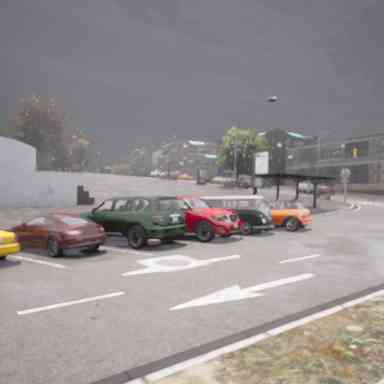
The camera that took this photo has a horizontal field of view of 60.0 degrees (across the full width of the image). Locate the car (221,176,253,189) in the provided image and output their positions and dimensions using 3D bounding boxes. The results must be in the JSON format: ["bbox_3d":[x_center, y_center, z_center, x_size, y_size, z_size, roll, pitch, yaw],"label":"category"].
[{"bbox_3d":[6.901,-1.206,50.499,1.994,1.385,4.181,2,4,-36],"label":"car"}]

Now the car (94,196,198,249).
[{"bbox_3d":[-2.846,1.204,14.503,5.566,2.045,2.435,-1,0,35],"label":"car"}]

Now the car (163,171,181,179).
[{"bbox_3d":[-4.932,-4.198,82.535,2.185,1.767,4.553,6,3,34],"label":"car"}]

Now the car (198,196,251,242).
[{"bbox_3d":[-0.336,1.186,16.212,5.566,2.045,2.435,-1,-1,35],"label":"car"}]

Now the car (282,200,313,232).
[{"bbox_3d":[4.607,1.277,19.641,4.553,1.767,2.185,-1,0,35],"label":"car"}]

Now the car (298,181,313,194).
[{"bbox_3d":[17.742,-0.771,50.620,2.435,2.045,5.566,7,3,35],"label":"car"}]

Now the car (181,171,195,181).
[{"bbox_3d":[-1.274,-3.525,77.819,1.946,1.575,5.366,6,3,34],"label":"car"}]

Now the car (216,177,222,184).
[{"bbox_3d":[7.434,-2.160,65.547,1.946,1.575,5.366,6,3,35],"label":"car"}]

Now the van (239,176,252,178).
[{"bbox_3d":[10.748,-1.836,60.351,1.878,1.987,4.442,7,4,35],"label":"van"}]

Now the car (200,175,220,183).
[{"bbox_3d":[3.849,-2.664,70.321,2.002,1.452,4.674,6,4,35],"label":"car"}]

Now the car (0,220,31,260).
[{"bbox_3d":[-7.873,1.490,11.110,5.366,1.575,1.946,-1,0,34],"label":"car"}]

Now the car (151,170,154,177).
[{"bbox_3d":[-8.444,-4.710,87.344,2.435,2.045,5.566,1,-1,34],"label":"car"}]

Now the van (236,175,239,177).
[{"bbox_3d":[9.013,-2.109,62.819,1.878,1.987,4.442,7,4,35],"label":"van"}]

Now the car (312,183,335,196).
[{"bbox_3d":[19.440,-0.208,48.153,2.002,1.452,4.674,6,3,35],"label":"car"}]

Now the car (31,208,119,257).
[{"bbox_3d":[-5.269,1.513,12.742,4.674,1.452,2.002,-1,0,35],"label":"car"}]

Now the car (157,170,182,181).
[{"bbox_3d":[-4.510,-2.983,66.512,1.994,1.385,4.181,2,4,-36],"label":"car"}]

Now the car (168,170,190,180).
[{"bbox_3d":[-3.132,-4.046,80.073,2.435,2.045,5.566,7,4,34],"label":"car"}]

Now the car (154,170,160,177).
[{"bbox_3d":[-6.667,-4.433,85.001,2.185,1.767,4.553,4,1,33],"label":"car"}]

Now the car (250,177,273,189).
[{"bbox_3d":[12.515,-1.338,57.994,2.231,1.521,4.892,6,3,35],"label":"car"}]

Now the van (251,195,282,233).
[{"bbox_3d":[2.200,1.192,17.886,4.442,1.987,1.878,-1,-1,35],"label":"van"}]

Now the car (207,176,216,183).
[{"bbox_3d":[5.597,-2.390,67.863,2.002,1.452,4.674,7,4,35],"label":"car"}]
